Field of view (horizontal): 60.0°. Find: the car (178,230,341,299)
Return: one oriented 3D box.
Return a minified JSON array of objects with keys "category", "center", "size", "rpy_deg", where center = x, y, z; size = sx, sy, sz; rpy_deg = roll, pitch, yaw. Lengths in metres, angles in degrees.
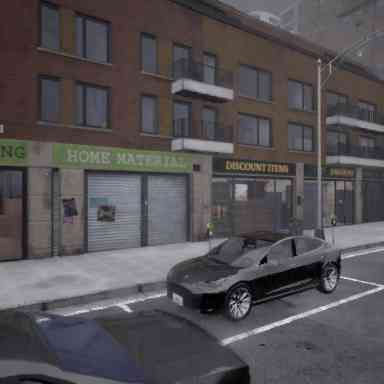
[{"category":"car","center":[1.517,1.566,7.257],"size":[4.313,1.339,1.947],"rpy_deg":[0,0,-35]}]

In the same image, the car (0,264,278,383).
[{"category":"car","center":[-1.985,1.547,1.655],"size":[5.357,1.411,2.033],"rpy_deg":[0,0,-35]}]
